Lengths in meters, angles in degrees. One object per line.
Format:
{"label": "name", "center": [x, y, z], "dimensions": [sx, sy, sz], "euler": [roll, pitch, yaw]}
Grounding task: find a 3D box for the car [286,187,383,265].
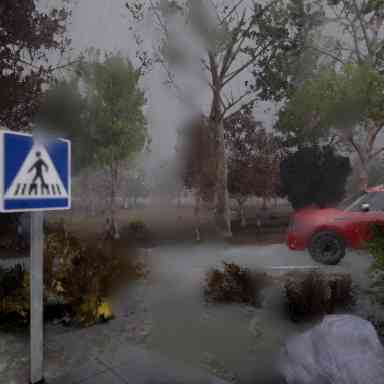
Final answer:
{"label": "car", "center": [5.470, 0.811, 9.208], "dimensions": [5.566, 2.045, 2.150], "euler": [-3, -1, 16]}
